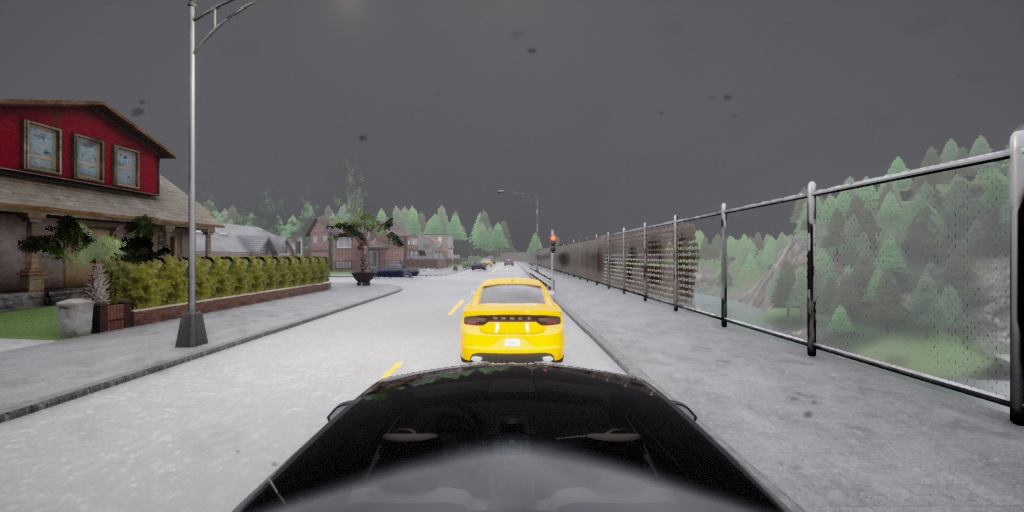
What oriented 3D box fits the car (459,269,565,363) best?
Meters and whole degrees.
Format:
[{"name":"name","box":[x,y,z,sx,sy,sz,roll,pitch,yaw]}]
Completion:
[{"name":"car","box":[0.002,1.228,8.197,1.882,1.535,5.008,0,0,0]}]

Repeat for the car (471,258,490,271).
[{"name":"car","box":[-4.526,1.351,49.283,1.895,1.301,4.718,0,0,0]}]

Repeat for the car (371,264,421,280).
[{"name":"car","box":[-10.415,1.351,31.305,4.718,1.301,1.895,0,0,-9]}]

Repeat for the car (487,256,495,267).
[{"name":"car","box":[-4.623,1.227,64.681,1.882,1.535,5.008,0,0,0]}]
